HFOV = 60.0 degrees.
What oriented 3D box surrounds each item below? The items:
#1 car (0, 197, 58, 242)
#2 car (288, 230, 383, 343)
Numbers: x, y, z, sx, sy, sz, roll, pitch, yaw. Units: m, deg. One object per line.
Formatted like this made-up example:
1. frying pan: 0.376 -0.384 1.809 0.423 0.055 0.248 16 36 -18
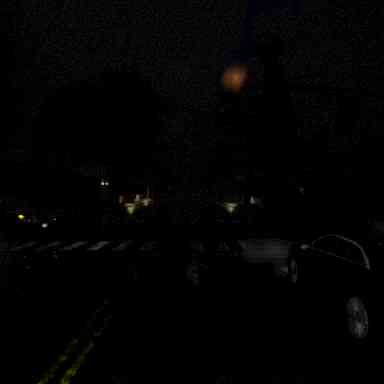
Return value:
1. car: -9.243 1.267 16.424 5.566 2.045 2.150 -2 -2 25
2. car: 3.355 1.490 6.442 2.128 1.511 4.902 0 0 -2
